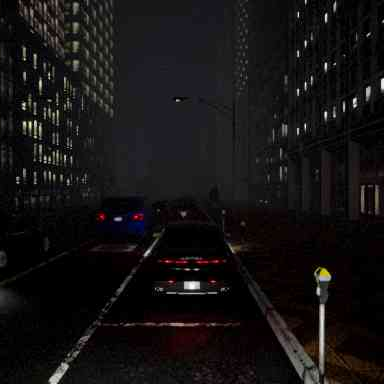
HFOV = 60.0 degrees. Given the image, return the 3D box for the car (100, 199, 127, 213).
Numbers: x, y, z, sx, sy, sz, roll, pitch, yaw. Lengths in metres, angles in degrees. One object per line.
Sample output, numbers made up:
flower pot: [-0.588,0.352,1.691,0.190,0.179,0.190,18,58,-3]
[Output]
car: [-8.844,1.544,37.723,2.008,1.369,4.403,-1,0,0]

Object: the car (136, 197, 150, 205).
car: [-8.843,1.570,60.458,1.802,1.307,4.206,-1,0,0]

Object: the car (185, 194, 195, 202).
car: [-0.465,1.298,77.509,2.192,1.841,5.009,-1,0,0]

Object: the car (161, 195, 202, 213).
car: [-0.465,1.311,20.672,2.192,1.841,5.009,-1,0,0]

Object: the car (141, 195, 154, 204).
car: [-8.845,1.427,66.141,1.967,1.590,4.097,-1,0,0]

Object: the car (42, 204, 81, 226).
car: [-8.844,1.547,20.672,2.008,1.369,4.403,-1,0,0]

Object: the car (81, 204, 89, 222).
car: [-8.843,1.577,26.356,1.802,1.307,4.206,-1,0,0]

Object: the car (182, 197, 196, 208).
car: [-0.463,1.541,49.090,2.008,1.369,4.403,-1,0,0]

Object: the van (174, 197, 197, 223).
van: [-0.465,1.336,26.356,1.690,1.788,3.998,-1,0,0]

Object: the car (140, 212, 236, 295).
car: [-0.001,1.502,8.651,1.837,1.490,4.892,0,0,0]

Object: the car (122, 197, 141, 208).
car: [-8.843,1.541,49.090,2.008,1.369,4.403,-1,0,0]

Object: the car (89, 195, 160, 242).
car: [-3.045,1.218,16.385,2.150,2.045,5.566,0,0,0]

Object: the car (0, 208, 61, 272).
car: [-6.247,1.503,10.843,1.837,1.490,4.892,0,0,0]
